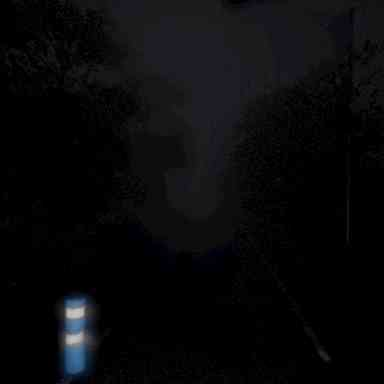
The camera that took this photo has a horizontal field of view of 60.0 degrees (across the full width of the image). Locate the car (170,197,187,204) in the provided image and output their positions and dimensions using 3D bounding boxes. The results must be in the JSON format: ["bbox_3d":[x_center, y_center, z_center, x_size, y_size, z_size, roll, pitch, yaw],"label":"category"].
[{"bbox_3d":[-3.741,2.385,93.757,4.553,1.767,2.185,1,-2,4],"label":"car"}]

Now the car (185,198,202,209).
[{"bbox_3d":[0.544,1.826,53.144,2.128,1.511,4.902,1,0,4],"label":"car"}]

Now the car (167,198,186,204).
[{"bbox_3d":[-4.097,2.315,88.219,4.892,1.521,2.231,1,-2,4],"label":"car"}]

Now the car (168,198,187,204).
[{"bbox_3d":[-3.908,2.408,90.983,5.008,1.535,2.097,1,-2,4],"label":"car"}]

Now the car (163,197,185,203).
[{"bbox_3d":[-4.096,2.226,85.445,5.366,1.575,1.946,1,-2,4],"label":"car"}]
